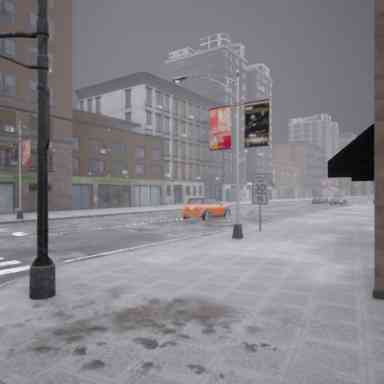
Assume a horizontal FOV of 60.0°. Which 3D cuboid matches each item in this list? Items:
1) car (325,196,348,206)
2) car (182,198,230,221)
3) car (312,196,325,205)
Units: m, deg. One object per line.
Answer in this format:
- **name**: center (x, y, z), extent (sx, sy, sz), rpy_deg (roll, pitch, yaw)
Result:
- **car**: center (22.704, 1.376, 51.482), extent (2.033, 1.411, 5.357), rpy_deg (0, 0, 34)
- **car**: center (1.214, 1.257, 26.434), extent (2.097, 1.767, 4.553), rpy_deg (0, 0, 35)
- **car**: center (21.583, 1.374, 55.563), extent (2.033, 1.411, 5.357), rpy_deg (0, 0, 35)
